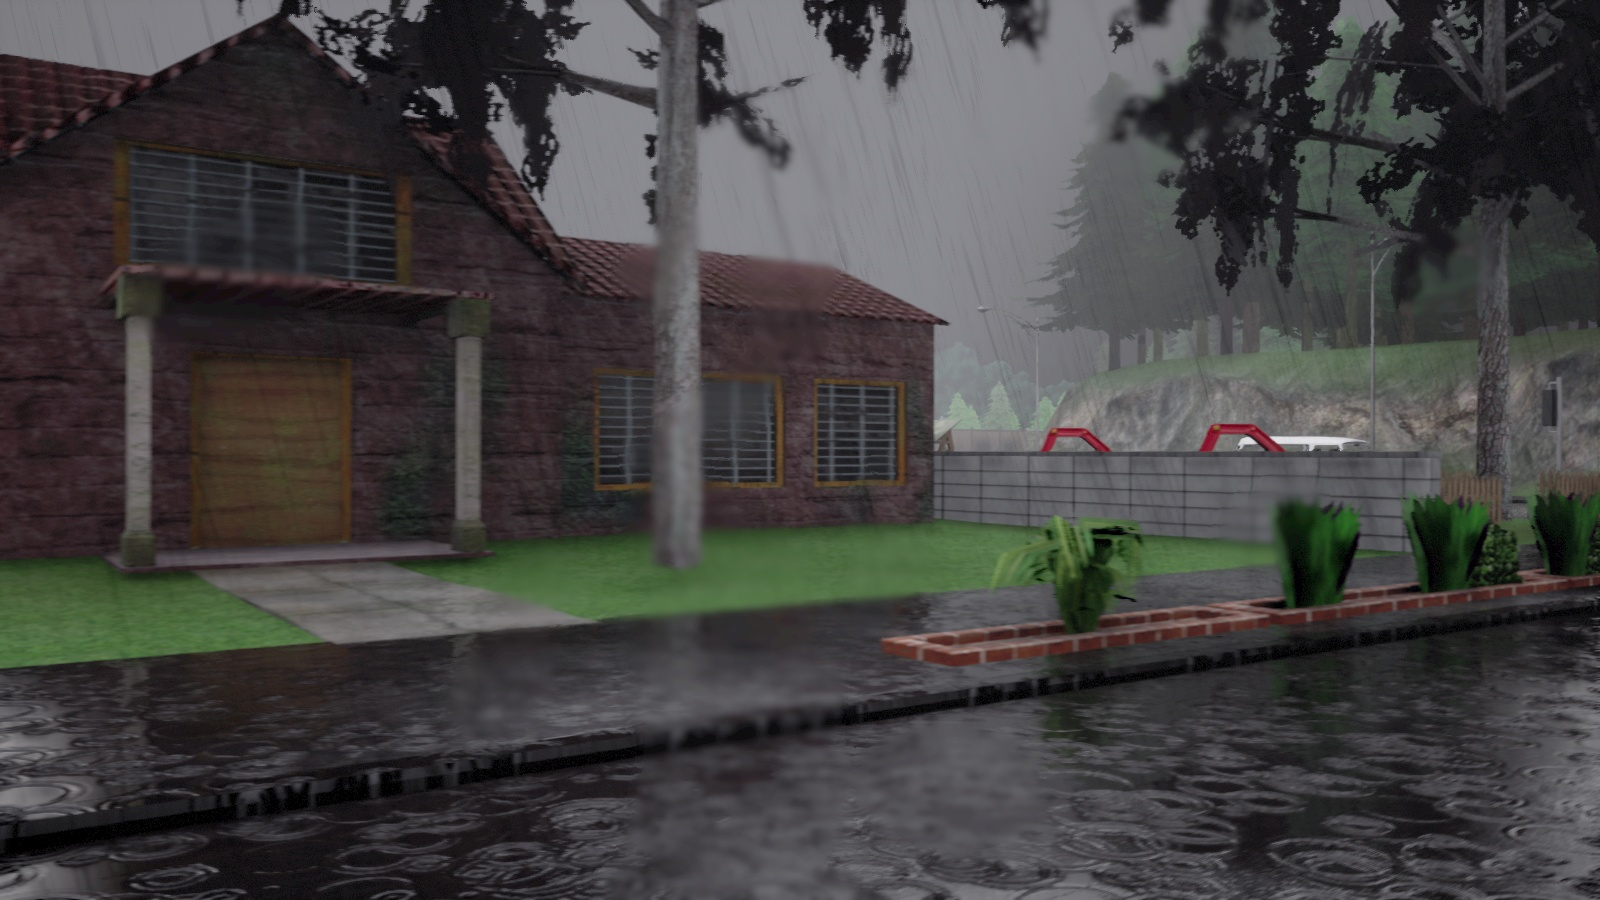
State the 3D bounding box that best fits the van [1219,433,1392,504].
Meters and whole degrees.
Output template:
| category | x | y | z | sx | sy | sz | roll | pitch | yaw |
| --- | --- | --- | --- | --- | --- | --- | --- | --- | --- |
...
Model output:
| category | x | y | z | sx | sy | sz | roll | pitch | yaw |
| --- | --- | --- | --- | --- | --- | --- | --- | --- | --- |
| van | 15.250 | 0.529 | 38.088 | 2.069 | 2.038 | 4.480 | 0 | 0 | -35 |
